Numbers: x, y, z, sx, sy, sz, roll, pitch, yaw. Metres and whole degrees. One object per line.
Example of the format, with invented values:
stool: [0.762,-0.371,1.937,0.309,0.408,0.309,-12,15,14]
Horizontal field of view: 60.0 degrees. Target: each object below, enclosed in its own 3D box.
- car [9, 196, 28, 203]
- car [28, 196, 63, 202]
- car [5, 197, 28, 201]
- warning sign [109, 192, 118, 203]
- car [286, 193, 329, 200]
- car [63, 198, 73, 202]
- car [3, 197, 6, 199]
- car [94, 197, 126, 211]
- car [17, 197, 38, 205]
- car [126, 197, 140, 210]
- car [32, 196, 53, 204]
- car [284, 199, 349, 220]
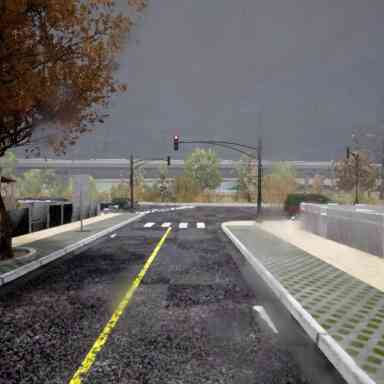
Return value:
car: [-38.972,1.681,74.677,4.718,1.301,1.895,-1,2,36]
car: [-22.136,1.664,50.274,4.553,1.767,2.097,0,2,36]
car: [-32.055,1.831,61.621,4.674,1.442,1.812,-1,2,36]
warning sign: [-14.236,0.995,60.239,1.060,1.860,1.300,2,1,36]
car: [11.137,1.150,30.088,5.566,2.045,2.150,-1,2,36]
car: [-20.791,1.714,53.324,4.892,1.490,1.837,-1,1,36]
car: [-40.859,1.695,72.030,4.892,1.490,1.837,-1,2,36]
car: [-11.288,1.709,42.383,4.902,1.511,2.128,0,2,36]
car: [-32.649,1.747,66.067,4.674,1.442,1.812,-1,2,36]
car: [-9.148,1.458,44.840,4.553,1.767,2.097,-1,2,36]
car: [-30.847,1.631,68.772,4.674,1.442,1.812,-1,2,36]
car: [10.151,1.553,26.806,4.674,1.442,1.812,0,2,36]
